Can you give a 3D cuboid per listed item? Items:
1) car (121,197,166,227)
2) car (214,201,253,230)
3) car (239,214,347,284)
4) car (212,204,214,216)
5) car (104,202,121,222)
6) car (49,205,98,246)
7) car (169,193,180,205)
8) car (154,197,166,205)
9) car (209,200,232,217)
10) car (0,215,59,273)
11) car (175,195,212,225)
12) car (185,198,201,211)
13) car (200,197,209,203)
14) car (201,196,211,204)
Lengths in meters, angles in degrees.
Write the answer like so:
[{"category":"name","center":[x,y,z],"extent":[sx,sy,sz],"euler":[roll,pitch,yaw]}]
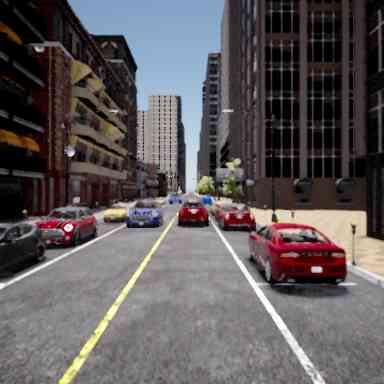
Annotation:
[{"category":"car","center":[-3.094,1.348,22.524],"extent":[2.097,1.767,4.553],"euler":[0,0,0]},{"category":"car","center":[2.693,1.435,20.734],"extent":[1.967,1.590,4.097],"euler":[0,0,0]},{"category":"car","center":[2.691,1.541,9.407],"extent":[1.887,1.381,4.507],"euler":[0,0,0]},{"category":"car","center":[2.694,1.544,26.396],"extent":[1.887,1.381,4.507],"euler":[0,0,0]},{"category":"car","center":[-5.686,1.525,26.227],"extent":[1.752,1.417,4.829],"euler":[0,0,0]},{"category":"car","center":[-5.688,1.435,15.070],"extent":[1.967,1.590,4.097],"euler":[0,0,0]},{"category":"car","center":[-3.015,1.272,61.204],"extent":[2.150,2.045,5.566],"euler":[0,0,1]},{"category":"car","center":[-5.682,1.574,60.209],"extent":[1.752,1.417,4.829],"euler":[0,0,0]},{"category":"car","center":[2.694,1.531,32.228],"extent":[1.752,1.417,4.829],"euler":[0,0,0]},{"category":"car","center":[-5.689,1.562,9.408],"extent":[1.947,1.339,4.313],"euler":[0,0,0]},{"category":"car","center":[0.103,1.348,23.944],"extent":[2.097,1.767,4.553],"euler":[0,0,0]},{"category":"car","center":[0.107,1.497,41.374],"extent":[1.882,1.535,5.008],"euler":[0,0,0]},{"category":"car","center":[2.700,1.653,71.704],"extent":[1.802,1.307,4.206],"euler":[0,0,0]},{"category":"car","center":[2.699,1.584,66.212],"extent":[1.752,1.417,4.829],"euler":[0,0,0]}]
